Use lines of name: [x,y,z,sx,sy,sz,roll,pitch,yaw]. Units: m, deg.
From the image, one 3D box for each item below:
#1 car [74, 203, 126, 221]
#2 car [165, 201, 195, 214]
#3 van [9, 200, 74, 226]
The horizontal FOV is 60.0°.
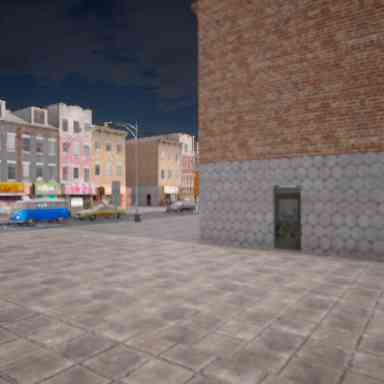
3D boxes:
car: [-7.892,1.671,28.760,1.752,1.417,4.829,0,0,36]
car: [-1.261,1.719,38.025,1.802,1.307,4.206,0,0,36]
van: [-11.060,1.491,24.335,1.690,1.788,3.998,0,0,36]
